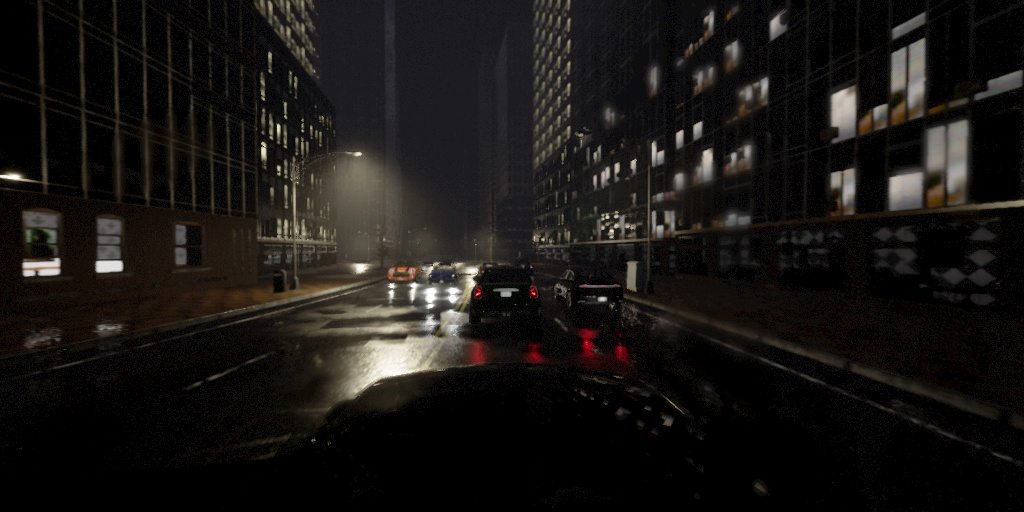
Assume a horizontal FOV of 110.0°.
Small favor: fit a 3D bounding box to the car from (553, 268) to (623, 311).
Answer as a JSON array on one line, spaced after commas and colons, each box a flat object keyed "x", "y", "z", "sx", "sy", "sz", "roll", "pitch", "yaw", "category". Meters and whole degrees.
[{"x": 2.877, "y": 1.224, "z": 14.380, "sx": 2.128, "sy": 1.511, "sz": 4.902, "roll": 0, "pitch": 0, "yaw": -3, "category": "car"}]

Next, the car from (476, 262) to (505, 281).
[{"x": -1.923, "y": 1.267, "z": 30.643, "sx": 2.033, "sy": 1.411, "sz": 5.357, "roll": 0, "pitch": 0, "yaw": -8, "category": "car"}]

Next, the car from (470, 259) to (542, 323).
[{"x": -0.264, "y": 1.095, "z": 12.259, "sx": 2.097, "sy": 1.767, "sz": 4.553, "roll": 0, "pitch": 0, "yaw": -3, "category": "car"}]

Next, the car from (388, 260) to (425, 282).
[{"x": -8.449, "y": 1.100, "z": 28.611, "sx": 2.097, "sy": 1.767, "sz": 4.553, "roll": 0, "pitch": 0, "yaw": -7, "category": "car"}]

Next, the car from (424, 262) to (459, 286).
[{"x": -4.740, "y": 1.340, "z": 25.178, "sx": 1.895, "sy": 1.301, "sz": 4.718, "roll": 0, "pitch": 0, "yaw": -6, "category": "car"}]

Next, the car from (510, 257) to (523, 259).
[{"x": 0.701, "y": 1.053, "z": 34.992, "sx": 2.097, "sy": 1.767, "sz": 4.553, "roll": 0, "pitch": 0, "yaw": -8, "category": "car"}]
